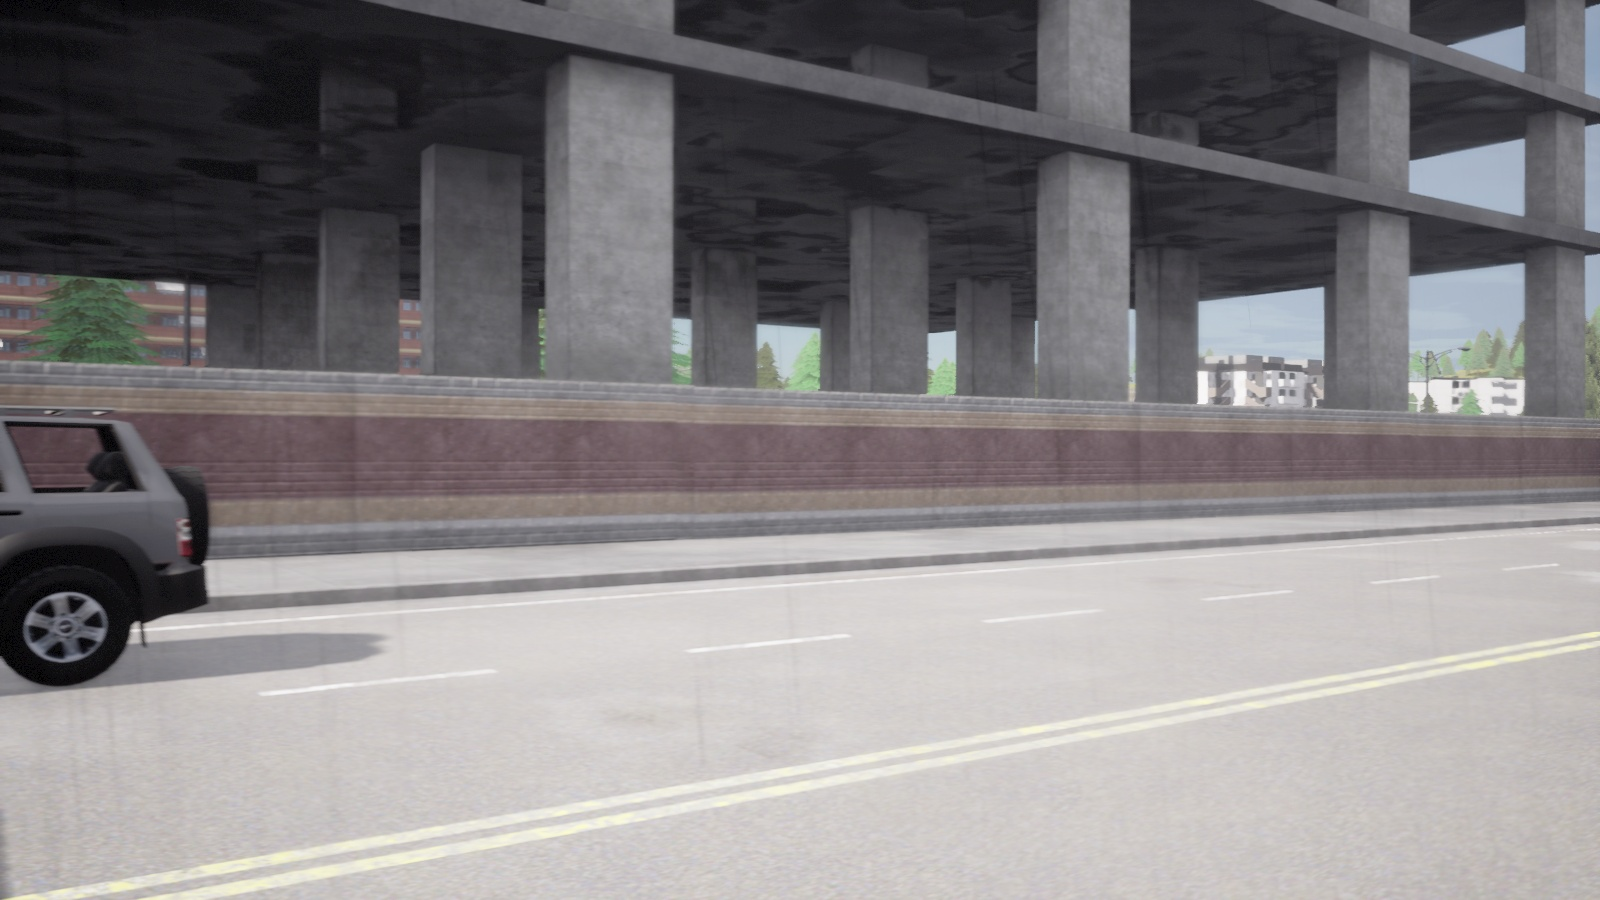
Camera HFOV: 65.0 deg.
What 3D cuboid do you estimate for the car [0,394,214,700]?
[{"bbox_3d":[-6.314,0.593,7.797,4.605,1.855,1.932,0,0,-34],"label":"car"}]
